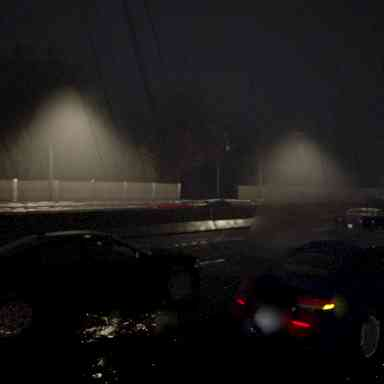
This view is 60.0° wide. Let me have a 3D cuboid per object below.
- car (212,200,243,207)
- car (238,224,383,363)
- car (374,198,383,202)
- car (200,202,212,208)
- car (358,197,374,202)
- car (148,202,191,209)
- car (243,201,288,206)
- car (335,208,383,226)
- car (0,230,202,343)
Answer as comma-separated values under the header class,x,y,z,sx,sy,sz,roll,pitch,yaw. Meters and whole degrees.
class,x,y,z,sx,sy,sz,roll,pitch,yaw
car,4.946,1.652,33.626,5.357,1.411,2.033,0,0,-36
car,2.858,1.539,5.867,4.674,1.442,1.812,0,0,-36
car,35.511,1.685,60.129,4.674,1.442,1.812,0,0,-36
car,2.910,1.645,36.471,4.674,1.442,1.812,0,0,-36
car,33.111,1.699,62.711,4.674,1.442,1.812,0,0,-36
car,-2.537,1.735,36.832,4.718,1.301,1.895,0,0,-36
car,7.490,1.581,31.147,4.902,1.511,2.128,0,0,-36
car,10.857,1.644,20.361,4.718,1.301,1.895,0,0,-36
car,-2.083,1.507,6.593,5.008,1.535,1.882,0,0,-36
